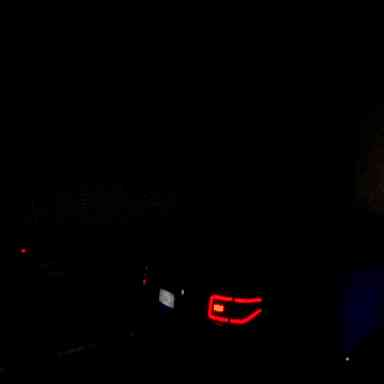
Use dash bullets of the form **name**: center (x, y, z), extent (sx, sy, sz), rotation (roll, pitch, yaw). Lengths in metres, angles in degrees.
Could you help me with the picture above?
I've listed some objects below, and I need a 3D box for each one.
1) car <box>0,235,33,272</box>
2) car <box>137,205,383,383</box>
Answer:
- **car**: center (-6.740, 1.526, 7.770), extent (5.357, 1.411, 2.033), rotation (0, 0, -36)
- **car**: center (1.917, 1.225, 5.074), extent (5.566, 2.045, 2.150), rotation (0, 0, -35)
